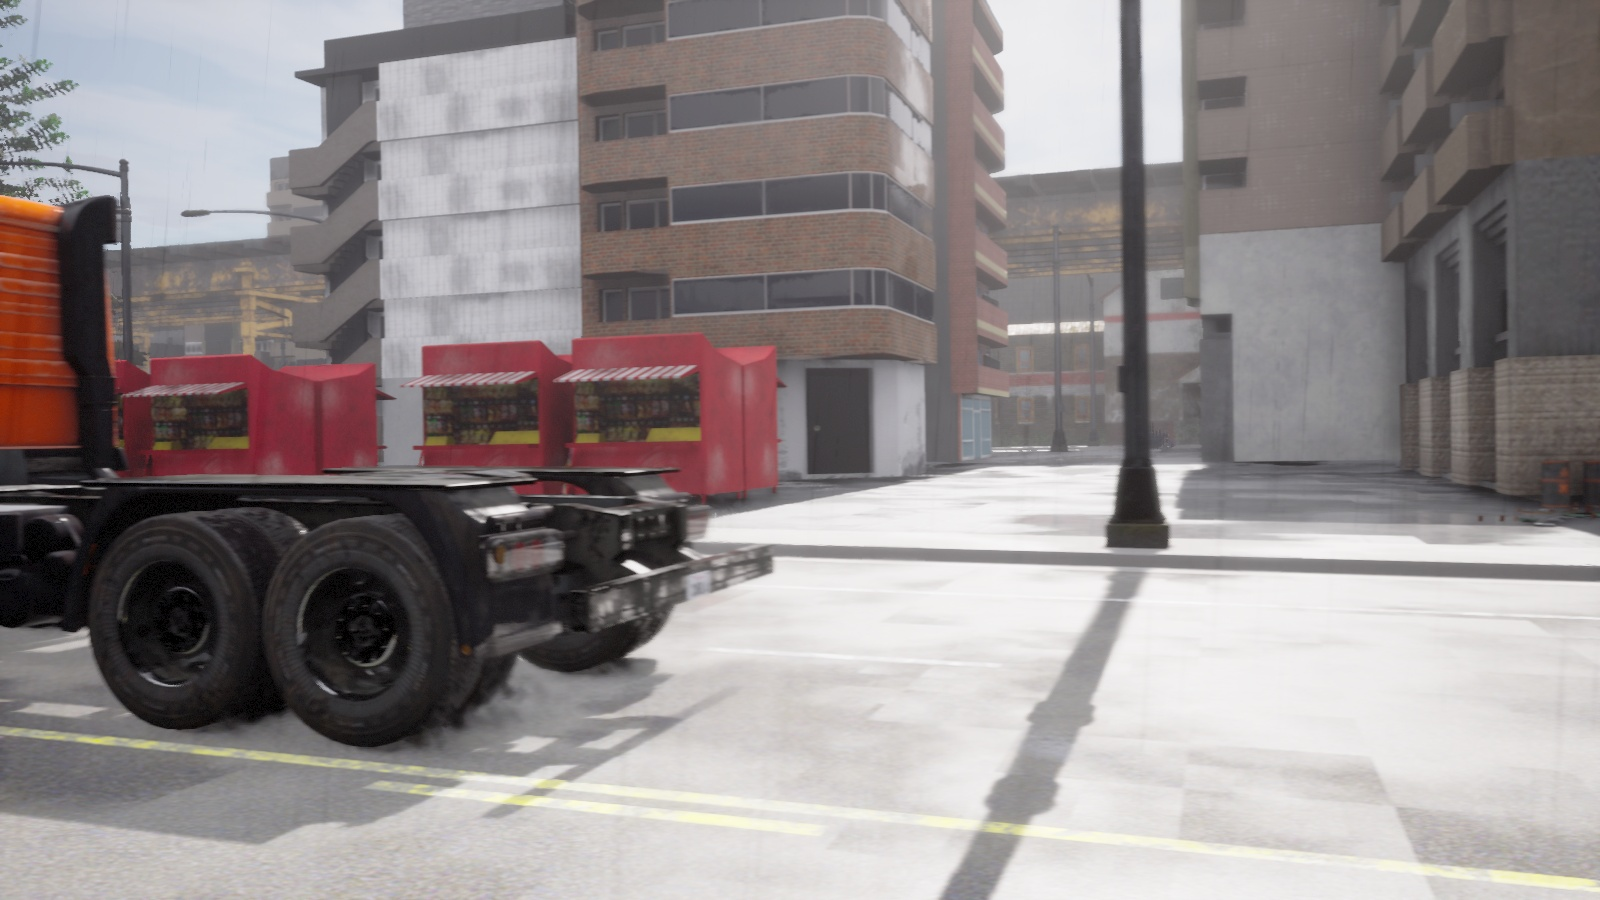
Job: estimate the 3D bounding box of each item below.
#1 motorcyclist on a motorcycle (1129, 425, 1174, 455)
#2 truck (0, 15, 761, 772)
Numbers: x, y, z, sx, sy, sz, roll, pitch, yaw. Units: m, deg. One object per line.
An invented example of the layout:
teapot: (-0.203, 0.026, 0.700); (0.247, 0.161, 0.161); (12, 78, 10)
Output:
motorcyclist on a motorcycle: (18.084, -0.518, 64.645); (2.191, 1.530, 0.866); (-1, 1, 19)
truck: (-4.489, -0.305, 8.382); (7.936, 3.462, 2.891); (1, 1, 19)
